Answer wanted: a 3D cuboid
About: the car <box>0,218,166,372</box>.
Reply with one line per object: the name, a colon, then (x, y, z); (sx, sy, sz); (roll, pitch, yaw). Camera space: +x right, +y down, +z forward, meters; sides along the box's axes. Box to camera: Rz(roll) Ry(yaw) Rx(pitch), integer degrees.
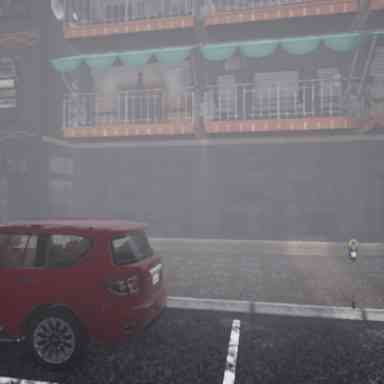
car: (-2.890, 1.359, 5.358); (5.009, 1.841, 2.192); (0, -1, 10)
